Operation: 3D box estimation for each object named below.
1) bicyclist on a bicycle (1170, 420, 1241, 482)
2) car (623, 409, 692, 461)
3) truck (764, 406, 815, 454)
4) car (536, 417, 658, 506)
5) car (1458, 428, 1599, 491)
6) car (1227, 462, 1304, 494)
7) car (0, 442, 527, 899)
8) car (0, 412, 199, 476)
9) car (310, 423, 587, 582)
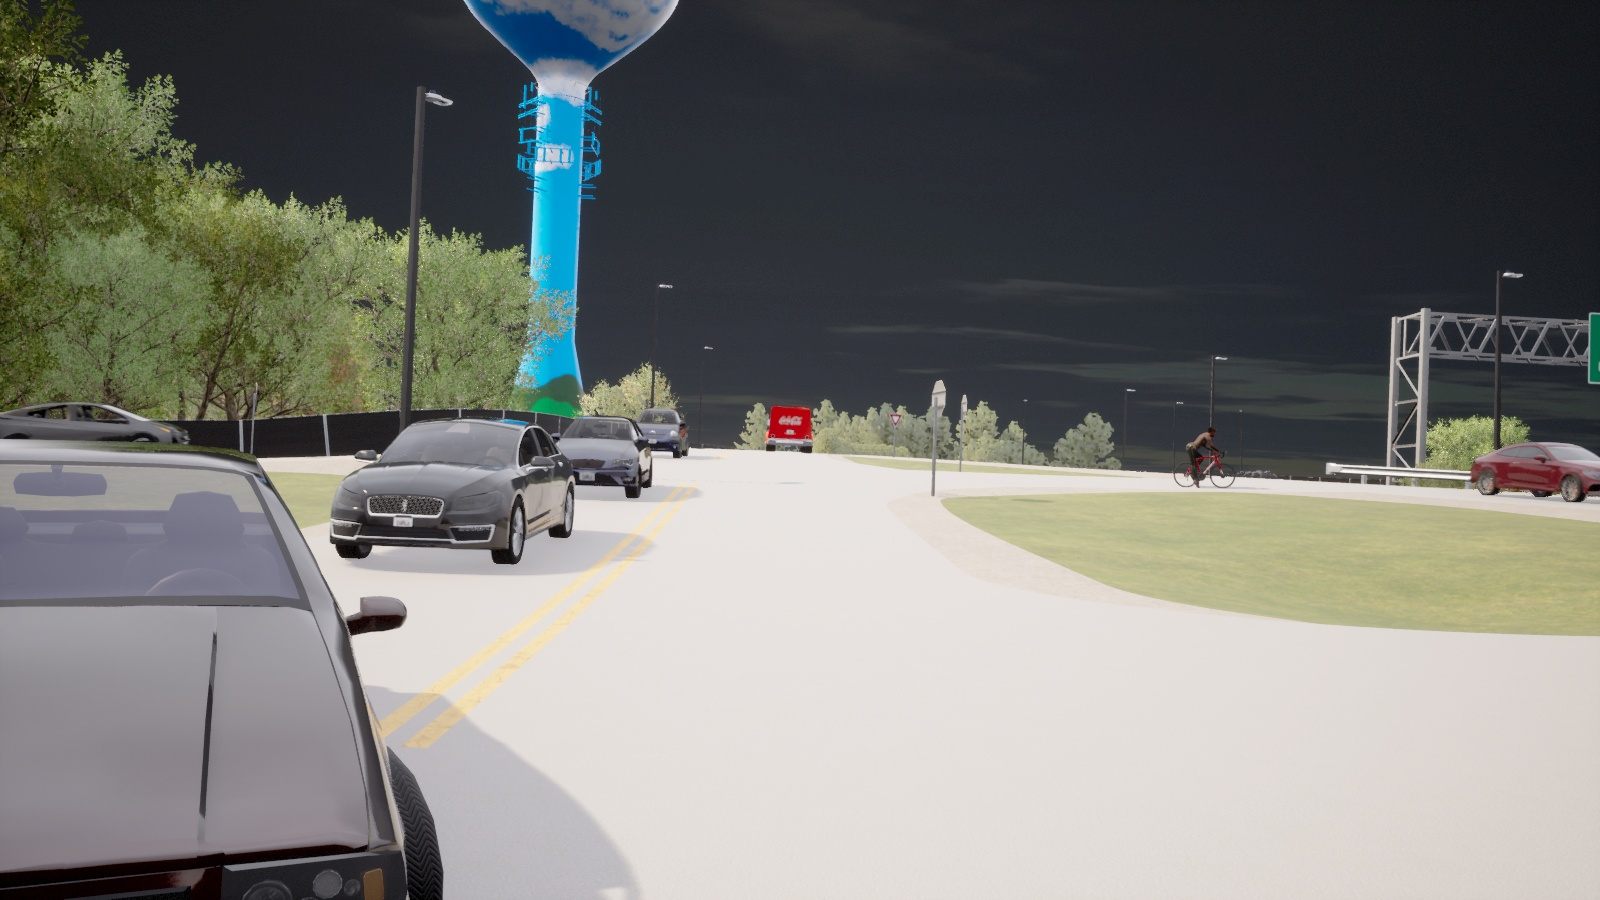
[{"bbox_3d":[10.729,0.015,33.280,1.656,1.620,0.582,1,1,0],"label":"bicyclist on a bicycle"},{"bbox_3d":[-4.697,-0.531,41.808,1.851,1.617,3.988,1,1,0],"label":"car"},{"bbox_3d":[-0.625,-1.062,69.406,2.627,2.467,5.204,1,0,-2],"label":"truck"},{"bbox_3d":[-3.838,0.152,24.364,1.816,1.474,4.193,1,2,-2],"label":"car"},{"bbox_3d":[19.056,0.198,31.699,1.812,1.442,4.674,1,1,-10],"label":"car"},{"bbox_3d":[28.150,1.661,76.110,1.932,1.855,4.605,2,-1,-17],"label":"car"},{"bbox_3d":[-2.553,0.719,4.461,2.033,1.411,5.357,1,1,-24],"label":"car"},{"bbox_3d":[-18.219,-0.162,32.432,4.514,1.525,2.007,-1,0,-14],"label":"car"},{"bbox_3d":[-3.828,0.457,14.636,1.837,1.490,4.892,1,1,0],"label":"car"}]
